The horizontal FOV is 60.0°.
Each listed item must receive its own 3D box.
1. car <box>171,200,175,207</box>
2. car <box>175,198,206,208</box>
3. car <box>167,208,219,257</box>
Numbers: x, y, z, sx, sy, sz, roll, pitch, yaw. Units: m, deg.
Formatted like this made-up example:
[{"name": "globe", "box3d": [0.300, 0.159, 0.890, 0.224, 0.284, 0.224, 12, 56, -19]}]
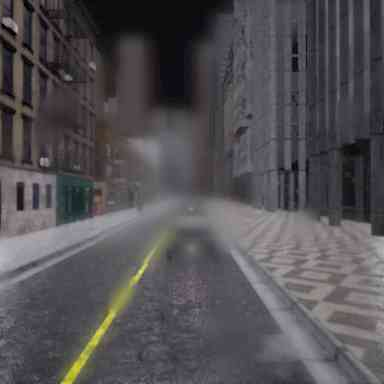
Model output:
[{"name": "car", "box3d": [-3.016, 2.247, 65.695, 1.812, 1.442, 4.674, 0, -1, 0]}, {"name": "car", "box3d": [0.009, 1.504, 27.558, 2.150, 2.045, 5.566, 0, 0, 0]}, {"name": "car", "box3d": [0.021, 1.642, 13.509, 1.837, 1.490, 4.892, 0, 0, 0]}]
